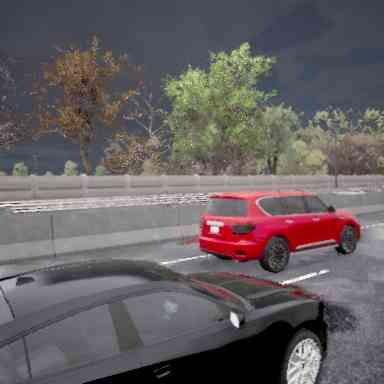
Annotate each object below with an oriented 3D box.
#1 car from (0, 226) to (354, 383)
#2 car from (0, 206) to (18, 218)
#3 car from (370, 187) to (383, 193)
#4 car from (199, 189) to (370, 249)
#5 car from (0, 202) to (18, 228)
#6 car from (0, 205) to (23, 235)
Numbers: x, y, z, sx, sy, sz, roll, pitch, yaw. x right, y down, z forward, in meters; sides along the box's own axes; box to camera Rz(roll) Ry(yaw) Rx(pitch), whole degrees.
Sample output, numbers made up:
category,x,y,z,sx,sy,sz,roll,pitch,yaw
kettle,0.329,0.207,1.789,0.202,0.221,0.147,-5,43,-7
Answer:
category,x,y,z,sx,sy,sz,roll,pitch,yaw
car,-0.695,1.438,3.250,5.008,1.535,1.882,-2,1,-35
car,-10.068,1.497,14.007,4.902,1.511,2.128,-2,1,-35
car,24.368,0.108,42.841,4.902,1.511,2.128,-2,1,-35
car,2.757,0.968,10.015,5.566,2.045,2.150,-2,1,-35
car,-13.353,1.500,20.247,4.674,1.442,1.812,-2,1,-36
car,-11.358,1.540,17.387,4.181,1.385,1.994,-2,1,-35
